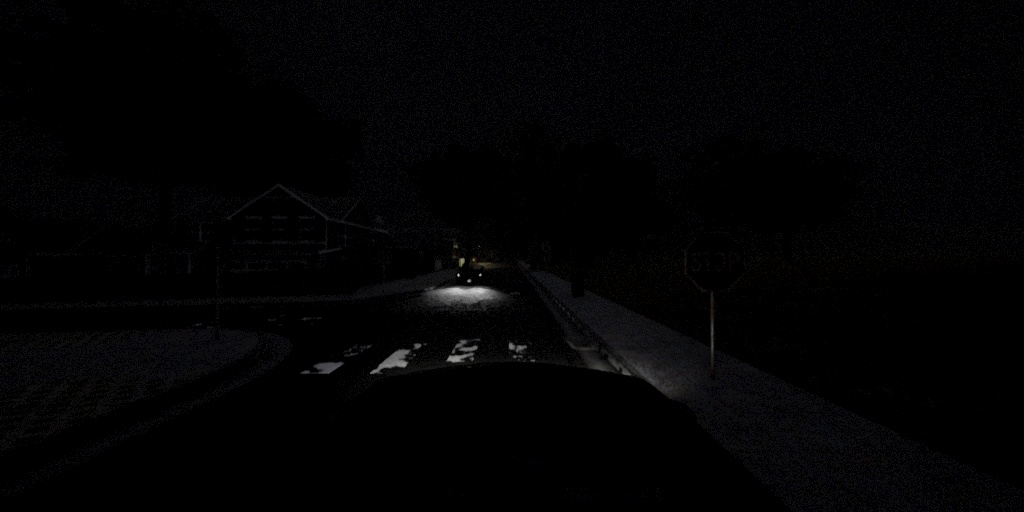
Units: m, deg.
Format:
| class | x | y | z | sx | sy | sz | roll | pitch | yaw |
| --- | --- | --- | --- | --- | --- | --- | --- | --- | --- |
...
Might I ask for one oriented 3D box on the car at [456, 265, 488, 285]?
| class | x | y | z | sx | sy | sz | roll | pitch | yaw |
| --- | --- | --- | --- | --- | --- | --- | --- | --- | --- |
| car | -2.799 | 1.320 | 25.722 | 1.895 | 1.301 | 4.718 | 0 | 0 | 0 |
